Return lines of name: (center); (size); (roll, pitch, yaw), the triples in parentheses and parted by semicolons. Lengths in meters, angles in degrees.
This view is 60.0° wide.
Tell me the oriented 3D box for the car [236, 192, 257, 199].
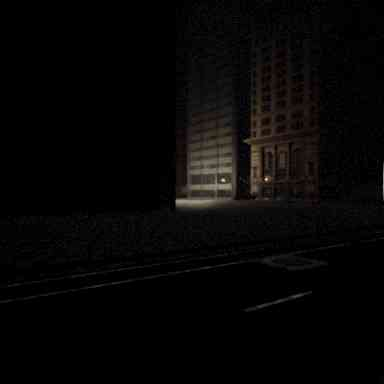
car: (12.409, 0.958, 76.079); (2.150, 2.045, 5.566); (0, 0, -35)
